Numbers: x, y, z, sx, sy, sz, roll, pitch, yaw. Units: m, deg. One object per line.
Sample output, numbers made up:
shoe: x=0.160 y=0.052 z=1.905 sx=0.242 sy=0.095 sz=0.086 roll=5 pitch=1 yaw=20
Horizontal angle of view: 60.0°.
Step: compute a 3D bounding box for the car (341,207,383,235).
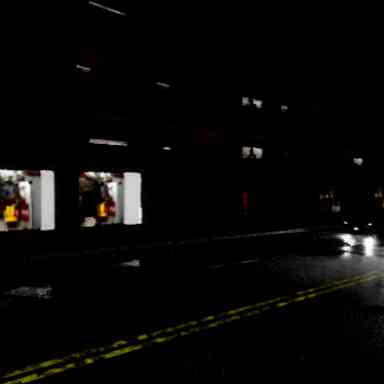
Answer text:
car: x=11.038 y=1.612 z=19.552 sx=5.357 sy=1.411 sz=2.033 roll=0 pitch=0 yaw=-36
